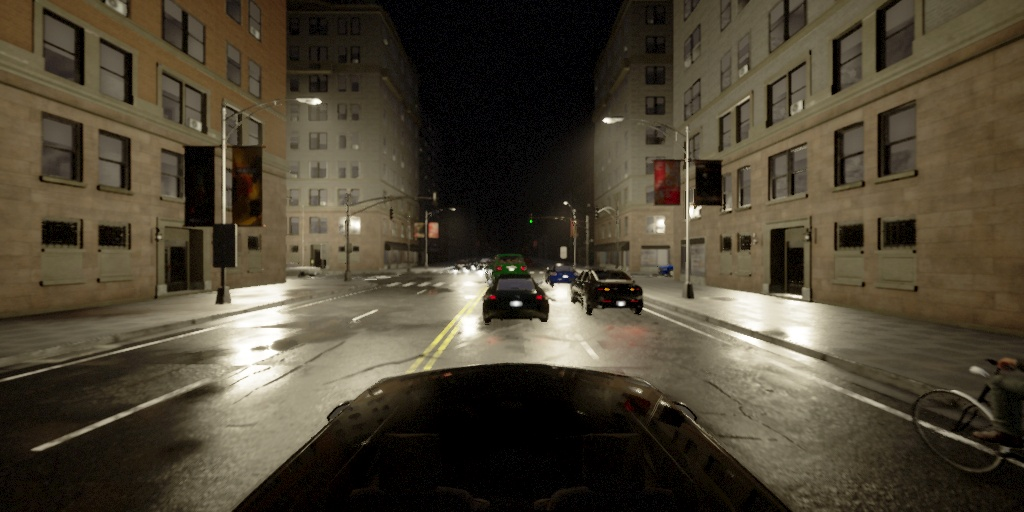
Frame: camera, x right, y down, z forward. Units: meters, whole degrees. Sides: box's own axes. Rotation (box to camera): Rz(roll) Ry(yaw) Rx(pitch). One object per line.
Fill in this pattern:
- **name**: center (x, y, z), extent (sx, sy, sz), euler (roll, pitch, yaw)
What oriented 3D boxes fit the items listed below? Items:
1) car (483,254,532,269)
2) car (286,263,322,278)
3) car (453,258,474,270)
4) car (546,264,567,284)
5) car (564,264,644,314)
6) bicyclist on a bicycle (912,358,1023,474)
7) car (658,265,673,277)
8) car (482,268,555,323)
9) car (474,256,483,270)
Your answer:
- **car**: center (-0.463, 0.893, 24.224), extent (2.150, 2.045, 5.566), euler (0, 0, -9)
- **car**: center (-19.180, 1.223, 31.082), extent (4.718, 1.301, 1.895), euler (0, 0, 3)
- **car**: center (-6.592, 1.114, 48.578), extent (1.812, 1.442, 4.674), euler (0, 0, 0)
- **car**: center (3.316, 1.236, 24.109), extent (1.994, 1.385, 4.181), euler (0, 0, 0)
- **car**: center (3.349, 1.212, 13.428), extent (1.837, 1.490, 4.892), euler (0, 0, 0)
- **bicyclist on a bicycle**: center (4.145, 1.117, 2.803), extent (0.659, 1.776, 1.843), euler (0, 0, 0)
- **car**: center (16.401, 1.168, 33.892), extent (5.008, 1.535, 1.882), euler (0, 0, 0)
- **car**: center (0.099, 1.277, 11.916), extent (1.994, 1.385, 4.181), euler (0, 0, 0)
- **car**: center (-3.345, 1.084, 47.319), extent (2.128, 1.511, 4.902), euler (0, 0, 0)
